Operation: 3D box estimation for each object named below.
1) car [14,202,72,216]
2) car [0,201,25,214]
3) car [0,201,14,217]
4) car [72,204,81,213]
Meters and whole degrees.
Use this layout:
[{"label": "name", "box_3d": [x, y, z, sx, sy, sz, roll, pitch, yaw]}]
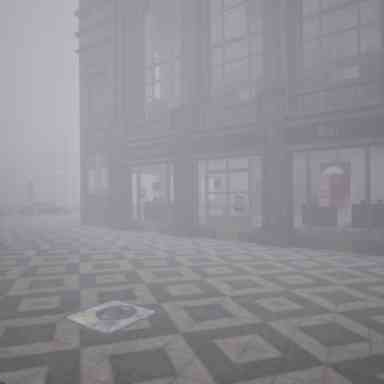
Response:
[{"label": "car", "box_3d": [-14.237, 1.565, 31.812, 1.947, 1.339, 4.313, -1, -1, 35]}, {"label": "car", "box_3d": [-21.179, 1.675, 36.758, 2.008, 1.369, 4.403, -1, -1, 35]}, {"label": "car", "box_3d": [-17.511, 1.529, 27.183, 2.008, 1.369, 4.403, -1, -1, 35]}, {"label": "car", "box_3d": [-10.866, 1.550, 36.578, 1.752, 1.417, 4.829, -1, -1, 35]}]
